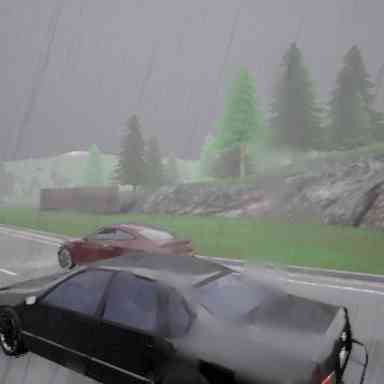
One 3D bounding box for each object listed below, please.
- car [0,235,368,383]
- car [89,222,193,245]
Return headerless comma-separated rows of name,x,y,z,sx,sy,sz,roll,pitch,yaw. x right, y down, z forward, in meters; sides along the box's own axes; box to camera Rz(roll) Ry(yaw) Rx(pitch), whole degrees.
car,-0.699,1.583,4.475,5.357,1.411,2.033,-1,0,33
car,-2.017,1.611,9.793,4.674,1.442,1.812,-1,0,36
